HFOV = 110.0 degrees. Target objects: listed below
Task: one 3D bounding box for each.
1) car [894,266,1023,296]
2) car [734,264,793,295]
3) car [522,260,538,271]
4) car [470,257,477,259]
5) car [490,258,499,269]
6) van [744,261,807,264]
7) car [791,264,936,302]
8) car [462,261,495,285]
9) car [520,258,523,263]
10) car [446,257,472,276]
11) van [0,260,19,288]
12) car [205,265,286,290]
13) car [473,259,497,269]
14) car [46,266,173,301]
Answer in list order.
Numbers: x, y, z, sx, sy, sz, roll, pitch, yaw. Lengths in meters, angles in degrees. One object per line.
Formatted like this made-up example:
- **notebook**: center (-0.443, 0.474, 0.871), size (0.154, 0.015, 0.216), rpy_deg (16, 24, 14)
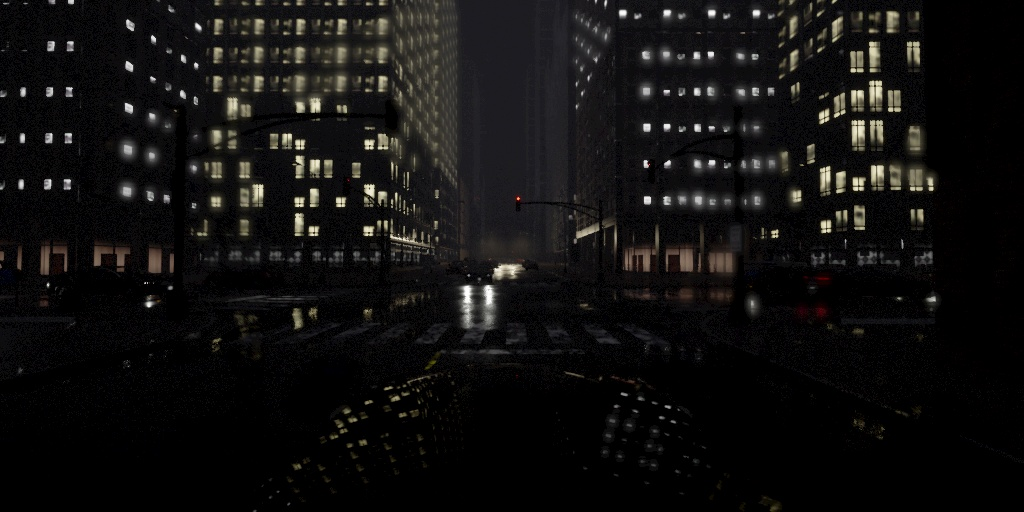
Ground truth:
- **car**: center (24.351, 1.313, 19.529), size (5.008, 1.535, 1.882), rpy_deg (0, -1, 0)
- **car**: center (14.871, 1.321, 19.553), size (4.892, 1.490, 1.837), rpy_deg (0, -1, 0)
- **car**: center (2.686, 1.350, 48.847), size (1.802, 1.307, 4.207), rpy_deg (0, 0, 0)
- **car**: center (-5.695, 1.083, 48.784), size (2.192, 1.841, 5.009), rpy_deg (0, 0, 0)
- **car**: center (-3.085, 1.319, 57.470), size (2.033, 1.411, 5.357), rpy_deg (0, 0, 0)
- **van**: center (15.979, 1.210, 22.125), size (3.998, 1.789, 1.690), rpy_deg (0, 0, 0)
- **car**: center (16.153, 1.249, 16.378), size (4.902, 1.511, 2.128), rpy_deg (0, -1, 0)
- **car**: center (-2.519, 1.284, 26.364), size (1.812, 1.442, 4.674), rpy_deg (0, 0, -8)
- **car**: center (2.685, 1.298, 60.172), size (1.751, 1.417, 4.829), rpy_deg (0, 0, 0)
- **car**: center (-5.694, 1.203, 37.634), size (1.967, 1.591, 4.097), rpy_deg (0, 0, 0)
- **van**: center (-33.440, 1.132, 22.232), size (3.998, 1.789, 1.690), rpy_deg (0, 0, 0)
- **car**: center (-16.495, 1.255, 22.196), size (4.097, 1.591, 1.967), rpy_deg (0, 0, 0)
- **car**: center (-3.104, 1.329, 41.062), size (1.994, 1.385, 4.181), rpy_deg (0, 0, 0)
- **car**: center (-18.089, 1.191, 16.424), size (4.902, 1.511, 2.128), rpy_deg (0, -1, 0)
